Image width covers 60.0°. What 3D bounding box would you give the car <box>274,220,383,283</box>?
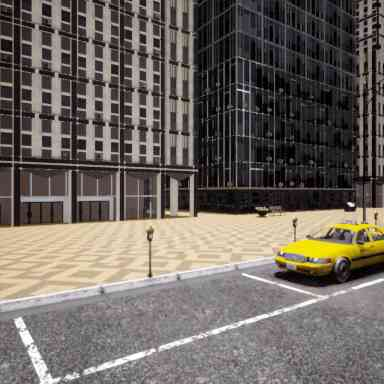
[{"bbox_3d":[4.444,1.526,9.679,4.829,1.417,1.752,0,0,-35],"label":"car"}]
